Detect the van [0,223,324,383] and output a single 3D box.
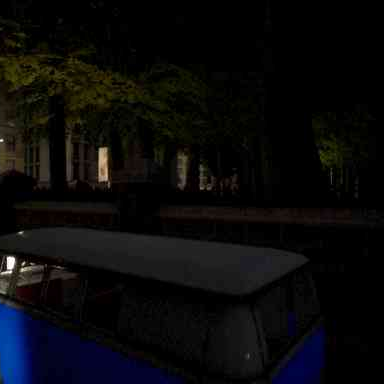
[{"bbox_3d":[-0.749,1.341,3.395,3.998,1.788,1.690,0,0,36],"label":"van"}]
